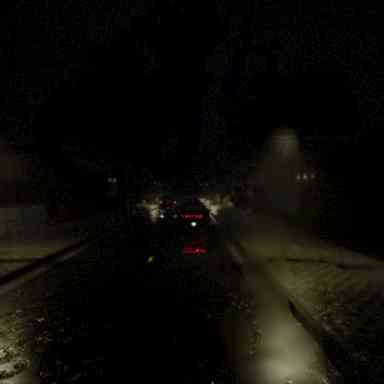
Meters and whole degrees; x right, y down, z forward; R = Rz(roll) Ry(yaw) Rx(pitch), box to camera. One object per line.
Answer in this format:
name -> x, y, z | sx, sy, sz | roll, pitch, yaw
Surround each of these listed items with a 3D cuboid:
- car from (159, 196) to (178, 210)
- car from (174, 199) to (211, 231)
car -> -2.793, 1.244, 40.839 | 2.097, 1.767, 4.553 | 0, 0, 0
car -> 0.104, 1.458, 20.444 | 1.837, 1.490, 4.892 | 0, 1, 0
